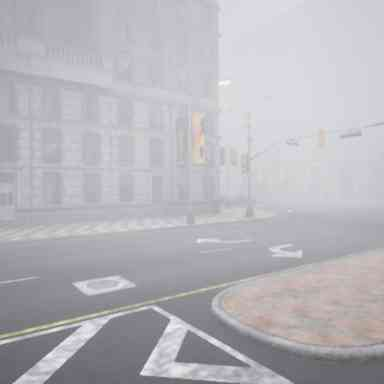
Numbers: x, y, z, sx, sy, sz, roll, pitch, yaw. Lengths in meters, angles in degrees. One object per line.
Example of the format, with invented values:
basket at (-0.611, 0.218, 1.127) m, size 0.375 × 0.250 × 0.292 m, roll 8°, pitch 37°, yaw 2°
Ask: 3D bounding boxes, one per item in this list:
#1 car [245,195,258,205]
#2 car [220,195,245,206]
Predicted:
car at (7.074, 1.095, 46.194) m, size 1.994 × 1.385 × 4.181 m, roll -1°, pitch 1°, yaw -36°
car at (4.059, 1.130, 44.378) m, size 2.033 × 1.411 × 5.357 m, roll -1°, pitch 1°, yaw -36°
